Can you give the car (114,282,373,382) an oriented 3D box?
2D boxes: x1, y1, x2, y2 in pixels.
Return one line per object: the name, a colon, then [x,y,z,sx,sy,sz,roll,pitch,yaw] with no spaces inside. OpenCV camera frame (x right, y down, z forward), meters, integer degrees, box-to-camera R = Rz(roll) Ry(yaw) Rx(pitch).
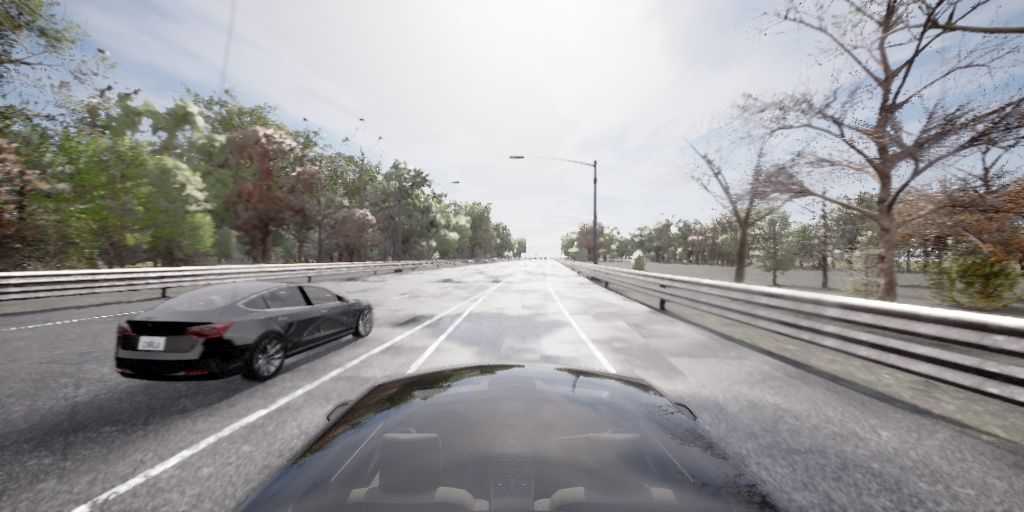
car: [-4.642,1.230,7.184,2.163,1.488,4.792,0,0,6]
